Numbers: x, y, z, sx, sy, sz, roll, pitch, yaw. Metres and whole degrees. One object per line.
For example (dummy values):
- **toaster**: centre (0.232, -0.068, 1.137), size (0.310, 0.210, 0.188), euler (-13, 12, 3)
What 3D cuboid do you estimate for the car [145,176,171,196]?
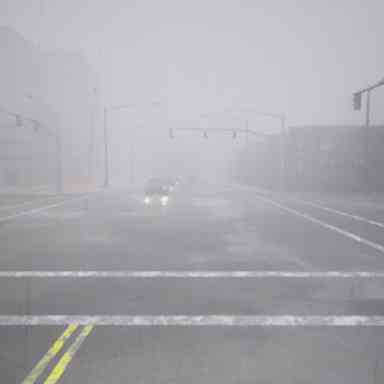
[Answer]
- **car**: centre (-3.396, -0.598, 32.268), size (2.097, 1.767, 4.553), euler (0, 4, -3)

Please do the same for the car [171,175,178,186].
- **car**: centre (-3.571, -1.558, 49.288), size (1.994, 1.385, 4.181), euler (0, 4, 0)

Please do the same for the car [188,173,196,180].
- **car**: centre (0.026, -3.811, 80.801), size (2.033, 1.411, 5.357), euler (0, 4, 0)

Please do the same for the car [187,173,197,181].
- **car**: centre (0.023, -3.071, 70.976), size (1.994, 1.385, 4.181), euler (0, 4, 0)
